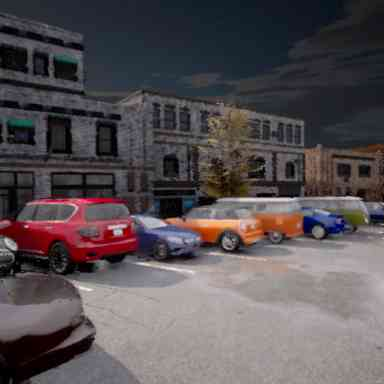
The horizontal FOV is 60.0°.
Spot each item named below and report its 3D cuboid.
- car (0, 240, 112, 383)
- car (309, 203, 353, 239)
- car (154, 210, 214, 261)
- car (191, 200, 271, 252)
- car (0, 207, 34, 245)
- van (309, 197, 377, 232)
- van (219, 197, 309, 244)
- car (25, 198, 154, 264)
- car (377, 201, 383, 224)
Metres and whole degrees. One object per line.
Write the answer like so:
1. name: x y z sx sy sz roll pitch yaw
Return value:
1. car: -3.741 1.547 3.167 5.357 1.411 2.033 0 0 -35
2. car: 5.361 1.501 17.409 5.008 1.535 2.097 -1 -1 35
3. car: -1.805 1.528 12.307 4.674 1.452 2.002 -1 -1 35
4. car: 0.604 1.364 13.989 4.553 1.767 2.185 -1 -1 34
5. car: -6.605 1.359 8.924 4.553 1.767 2.185 -1 -1 34
6. van: 7.843 1.281 19.059 4.442 1.987 1.878 -1 -1 34
7. van: 2.870 1.272 15.776 4.442 1.987 1.878 -1 -1 35
8. car: -4.222 1.235 10.617 5.566 2.045 2.435 -1 -1 35
9. car: 12.499 1.402 22.548 4.553 1.767 2.185 -1 -1 35
